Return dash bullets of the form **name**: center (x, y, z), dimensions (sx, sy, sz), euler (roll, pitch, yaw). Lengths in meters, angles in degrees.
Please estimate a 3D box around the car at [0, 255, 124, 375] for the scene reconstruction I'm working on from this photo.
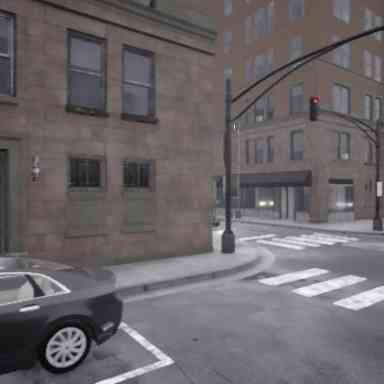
- **car**: center (-3.025, 1.551, 4.031), dimensions (4.403, 1.369, 2.008), euler (0, 0, -35)

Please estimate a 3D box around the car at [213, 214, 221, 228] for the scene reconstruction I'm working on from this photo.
- **car**: center (-0.128, 1.489, 20.531), dimensions (1.994, 1.385, 4.181), euler (0, 0, -36)
